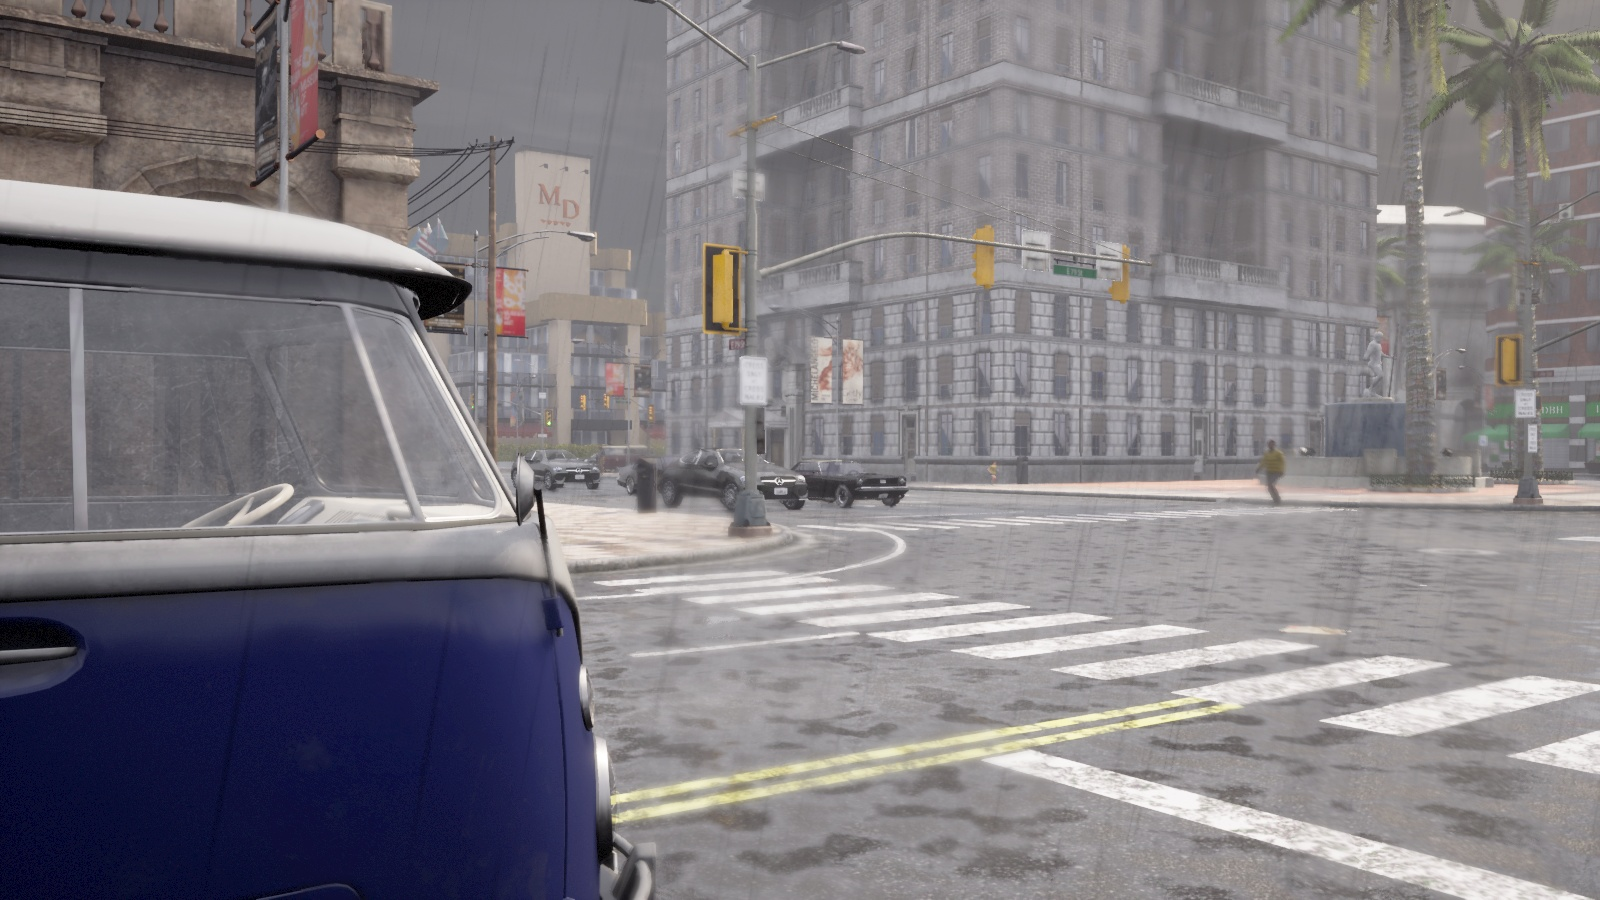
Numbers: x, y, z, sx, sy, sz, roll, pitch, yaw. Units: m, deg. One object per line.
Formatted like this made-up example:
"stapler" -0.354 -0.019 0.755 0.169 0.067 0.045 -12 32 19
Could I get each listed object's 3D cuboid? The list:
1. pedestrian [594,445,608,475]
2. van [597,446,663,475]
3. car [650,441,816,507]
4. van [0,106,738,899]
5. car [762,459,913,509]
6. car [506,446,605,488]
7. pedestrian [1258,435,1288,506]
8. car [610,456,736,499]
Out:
"pedestrian" -12.392 0.619 78.180 0.694 1.848 0.540 0 0 -43
"van" -12.219 0.743 90.352 4.442 1.987 1.775 0 0 -39
"car" -1.910 0.611 34.029 2.152 1.651 5.027 0 0 -35
"van" -2.452 0.508 1.947 4.442 1.987 1.775 0 0 -35
"car" 0.999 0.931 36.006 1.895 1.301 4.718 0 0 -35
"car" -10.185 0.672 51.933 2.152 1.651 5.027 0 0 -35
"pedestrian" 12.444 0.526 33.042 0.709 1.840 0.431 0 0 -36
"car" -4.522 0.909 43.887 2.033 1.411 5.357 0 0 -35
